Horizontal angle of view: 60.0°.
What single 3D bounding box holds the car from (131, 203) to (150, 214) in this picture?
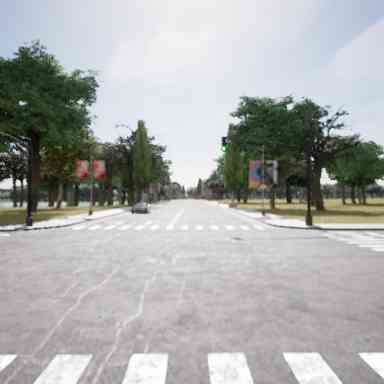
[{"bbox_3d":[-6.450,2.072,42.033,1.994,1.385,4.181,0,-1,0],"label":"car"}]
